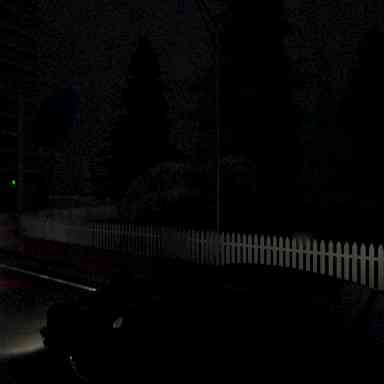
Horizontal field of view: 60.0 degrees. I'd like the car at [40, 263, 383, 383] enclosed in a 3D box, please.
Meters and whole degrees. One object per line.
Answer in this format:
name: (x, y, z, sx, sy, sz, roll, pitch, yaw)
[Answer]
car: (0.606, 1.547, 3.562, 5.357, 1.411, 2.033, 0, 0, 36)
